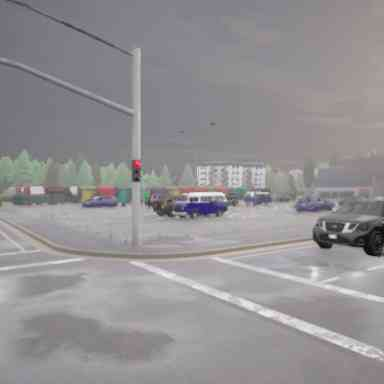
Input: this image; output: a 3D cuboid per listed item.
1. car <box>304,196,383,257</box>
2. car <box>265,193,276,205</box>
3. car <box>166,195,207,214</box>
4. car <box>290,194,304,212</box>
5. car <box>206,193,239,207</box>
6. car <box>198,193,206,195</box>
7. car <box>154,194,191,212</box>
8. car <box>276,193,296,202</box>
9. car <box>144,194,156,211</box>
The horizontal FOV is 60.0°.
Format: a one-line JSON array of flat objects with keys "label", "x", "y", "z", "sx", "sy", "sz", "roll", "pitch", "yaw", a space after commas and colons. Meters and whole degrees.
[{"label": "car", "x": 7.270, "y": 1.228, "z": 13.455, "sx": 5.566, "sy": 2.045, "sz": 2.150, "roll": 0, "pitch": 0, "yaw": -35}, {"label": "car", "x": 17.814, "y": 1.339, "z": 69.293, "sx": 3.806, "sy": 1.475, "sz": 1.970, "roll": 0, "pitch": 0, "yaw": -35}, {"label": "car", "x": -0.655, "y": 1.391, "z": 39.040, "sx": 3.806, "sy": 1.475, "sz": 1.970, "roll": 0, "pitch": 0, "yaw": -35}, {"label": "car", "x": 15.006, "y": 1.365, "z": 43.046, "sx": 3.806, "sy": 1.475, "sz": 1.970, "roll": 0, "pitch": 0, "yaw": -35}, {"label": "car", "x": 5.180, "y": 1.125, "z": 56.793, "sx": 4.605, "sy": 1.855, "sz": 1.932, "roll": 0, "pitch": 0, "yaw": -35}, {"label": "car", "x": 3.561, "y": 1.336, "z": 59.195, "sx": 3.905, "sy": 1.438, "sz": 1.784, "roll": 0, "pitch": 0, "yaw": -35}, {"label": "car", "x": -2.326, "y": 1.360, "z": 41.405, "sx": 3.905, "sy": 1.438, "sz": 1.784, "roll": 0, "pitch": 0, "yaw": -35}, {"label": "car", "x": 19.476, "y": 1.099, "z": 66.922, "sx": 3.866, "sy": 1.878, "sz": 1.905, "roll": 0, "pitch": 0, "yaw": -35}, {"label": "car", "x": -3.916, "y": 1.150, "z": 43.567, "sx": 4.605, "sy": 1.855, "sz": 1.932, "roll": 0, "pitch": 0, "yaw": -35}]
